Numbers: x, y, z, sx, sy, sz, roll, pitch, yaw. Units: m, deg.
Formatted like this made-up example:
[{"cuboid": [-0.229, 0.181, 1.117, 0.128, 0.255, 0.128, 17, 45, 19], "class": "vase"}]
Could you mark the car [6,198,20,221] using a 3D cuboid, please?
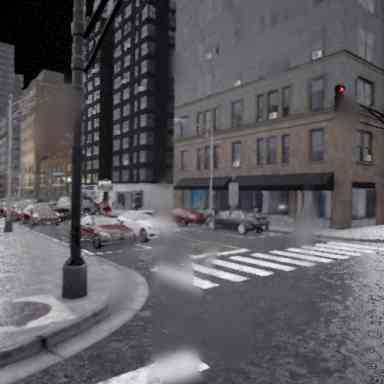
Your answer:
[{"cuboid": [-14.157, 1.585, 28.230, 1.967, 1.590, 4.097, 0, 0, -37], "class": "car"}]

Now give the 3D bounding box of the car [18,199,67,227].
[{"cuboid": [-10.796, 1.563, 23.837, 1.967, 1.590, 4.097, 0, 0, -37], "class": "car"}]

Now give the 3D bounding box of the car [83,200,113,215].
[{"cuboid": [-10.759, 1.720, 37.818, 1.967, 1.590, 4.097, 0, 0, -37], "class": "car"}]

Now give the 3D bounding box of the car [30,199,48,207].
[{"cuboid": [-27.557, 1.962, 59.775, 1.947, 1.339, 4.313, 0, 0, -37], "class": "car"}]

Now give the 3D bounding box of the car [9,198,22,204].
[{"cuboid": [-40.996, 2.032, 77.342, 1.887, 1.381, 4.507, 0, 0, -37], "class": "car"}]

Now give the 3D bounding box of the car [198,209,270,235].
[{"cuboid": [2.679, 1.742, 20.252, 2.008, 1.369, 4.403, 0, 0, -37], "class": "car"}]

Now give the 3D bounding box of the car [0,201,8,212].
[{"cuboid": [-24.238, 1.796, 41.407, 1.802, 1.307, 4.206, 0, 0, -37], "class": "car"}]

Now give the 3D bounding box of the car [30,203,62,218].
[{"cuboid": [-14.559, 1.796, 33.013, 1.895, 1.301, 4.718, 1, -1, -37], "class": "car"}]

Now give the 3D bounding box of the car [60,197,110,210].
[{"cuboid": [-8.466, 1.376, 25.039, 2.150, 2.045, 5.566, 1, -1, -37], "class": "car"}]

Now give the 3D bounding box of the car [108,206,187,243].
[{"cuboid": [-2.447, 1.641, 17.151, 1.812, 1.442, 4.674, 1, -1, -36], "class": "car"}]

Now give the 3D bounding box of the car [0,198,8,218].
[{"cuboid": [-17.517, 1.608, 32.622, 1.967, 1.590, 4.097, 0, 0, -37], "class": "car"}]

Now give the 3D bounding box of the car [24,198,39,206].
[{"cuboid": [-31.020, 1.946, 64.302, 1.752, 1.417, 4.829, 0, 0, -37], "class": "car"}]

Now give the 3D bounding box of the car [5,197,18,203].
[{"cuboid": [-44.355, 2.061, 81.733, 2.008, 1.369, 4.403, 0, 0, -37], "class": "car"}]

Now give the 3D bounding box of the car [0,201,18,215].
[{"cuboid": [-20.877, 1.756, 37.014, 1.947, 1.339, 4.313, 0, 0, -37], "class": "car"}]

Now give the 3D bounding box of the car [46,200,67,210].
[{"cuboid": [-20.838, 1.915, 50.992, 1.947, 1.339, 4.313, 0, 0, -37], "class": "car"}]

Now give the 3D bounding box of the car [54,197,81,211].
[{"cuboid": [-17.478, 1.641, 46.602, 2.192, 1.841, 5.009, 0, 0, -37], "class": "car"}]

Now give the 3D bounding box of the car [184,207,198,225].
[{"cuboid": [-0.680, 1.795, 24.643, 1.802, 1.307, 4.206, 0, 0, -37], "class": "car"}]

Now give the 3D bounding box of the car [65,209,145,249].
[{"cuboid": [-4.076, 1.661, 15.052, 1.802, 1.307, 4.206, 0, 0, -37], "class": "car"}]

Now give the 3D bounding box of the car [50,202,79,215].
[{"cuboid": [-15.005, 1.858, 38.845, 1.895, 1.301, 4.718, 1, -1, -37], "class": "car"}]
